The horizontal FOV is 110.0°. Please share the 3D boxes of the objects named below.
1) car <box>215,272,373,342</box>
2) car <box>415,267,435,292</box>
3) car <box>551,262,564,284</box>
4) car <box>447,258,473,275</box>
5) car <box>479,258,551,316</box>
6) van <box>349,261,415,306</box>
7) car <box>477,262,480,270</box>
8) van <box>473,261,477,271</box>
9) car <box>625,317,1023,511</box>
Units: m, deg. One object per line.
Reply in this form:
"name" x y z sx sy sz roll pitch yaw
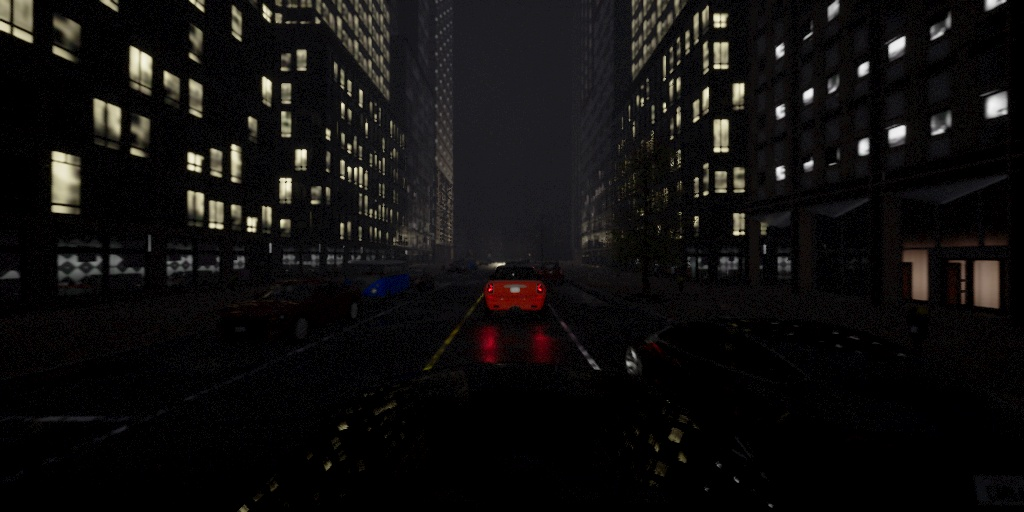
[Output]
"car" -5.689 1.293 9.746 1.888 1.381 4.507 0 0 0
"car" -5.687 1.325 21.131 1.802 1.307 4.207 0 0 0
"car" 2.695 1.180 26.807 1.967 1.591 4.097 0 0 0
"car" -5.684 1.172 38.207 1.967 1.591 4.097 0 0 0
"car" 0.102 1.098 13.548 2.097 1.767 4.553 0 0 0
"van" -5.688 1.086 15.439 1.690 1.789 3.998 0 0 0
"car" -5.681 1.290 49.592 1.948 1.339 4.313 0 0 0
"van" -5.682 1.069 43.900 1.690 1.789 3.998 0 0 0
"car" 2.691 1.315 4.040 1.948 1.339 4.313 0 0 0
